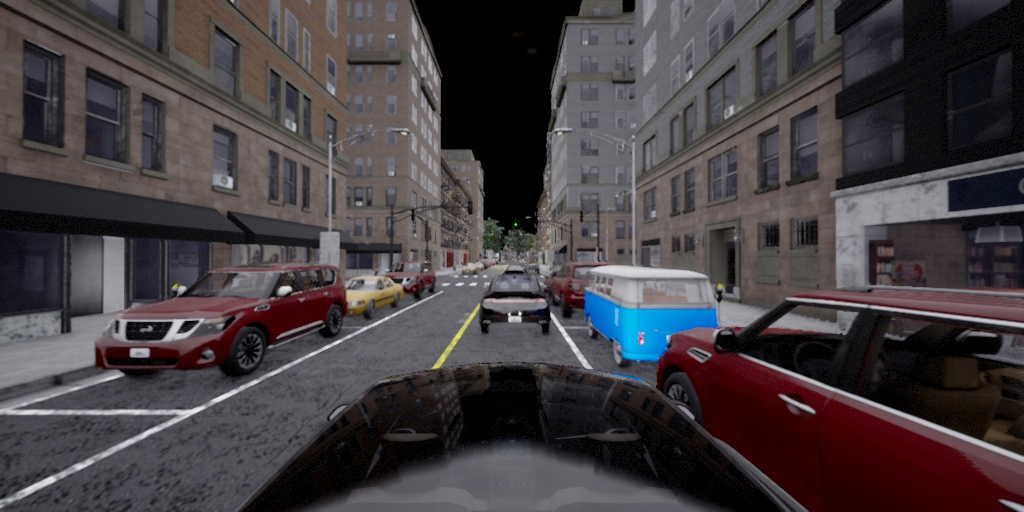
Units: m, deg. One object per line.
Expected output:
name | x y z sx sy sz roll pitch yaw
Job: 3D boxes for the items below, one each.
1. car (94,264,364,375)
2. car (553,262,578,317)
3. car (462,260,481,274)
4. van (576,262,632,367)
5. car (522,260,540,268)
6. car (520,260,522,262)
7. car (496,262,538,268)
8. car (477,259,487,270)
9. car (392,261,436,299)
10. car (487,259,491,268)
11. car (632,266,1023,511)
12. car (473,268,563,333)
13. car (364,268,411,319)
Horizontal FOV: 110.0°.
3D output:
car | -5.396 1.100 7.706 2.192 1.841 5.009 0 0 0
car | 2.644 1.133 13.377 2.192 1.841 5.009 0 0 0
car | -5.388 1.533 45.899 1.751 1.417 4.829 0 0 0
van | 2.641 1.126 7.699 1.690 1.789 3.998 0 0 0
car | 2.666 1.558 46.064 2.007 1.370 4.403 0 0 0
car | 2.673 1.623 57.027 2.007 1.370 4.403 0 0 0
car | 0.444 1.377 25.248 2.128 1.511 4.902 0 0 7
car | -5.377 1.598 56.863 1.751 1.417 4.829 0 0 0
car | -5.390 1.166 19.062 2.192 1.841 5.009 0 0 0
car | -5.371 1.420 62.515 2.192 1.841 5.009 0 0 0
car | 2.637 1.066 2.019 2.192 1.841 5.009 0 0 0
car | 0.082 1.295 10.898 2.128 1.511 4.902 0 0 0
car | -5.393 1.344 13.213 1.751 1.417 4.829 0 0 0
